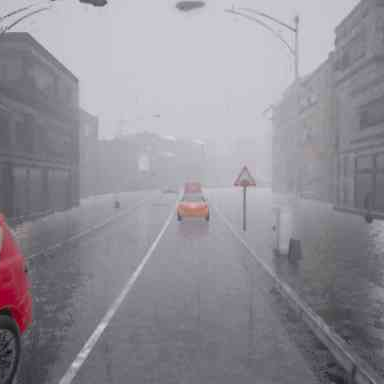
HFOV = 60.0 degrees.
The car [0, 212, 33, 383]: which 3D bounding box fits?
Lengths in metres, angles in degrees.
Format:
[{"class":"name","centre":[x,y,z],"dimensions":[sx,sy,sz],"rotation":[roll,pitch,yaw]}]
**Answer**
[{"class":"car","centre":[-3.101,1.218,2.007],"dimensions":[2.150,2.045,5.566],"rotation":[0,0,0]}]

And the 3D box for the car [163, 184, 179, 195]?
[{"class":"car","centre":[-2.867,-0.388,46.048],"dimensions":[1.994,1.385,4.181],"rotation":[0,4,3]}]

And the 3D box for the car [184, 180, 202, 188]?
[{"class":"car","centre":[0.117,-0.491,42.469],"dimensions":[2.150,2.045,5.566],"rotation":[0,4,1]}]

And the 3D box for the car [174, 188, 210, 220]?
[{"class":"car","centre":[0.097,0.863,23.292],"dimensions":[2.097,1.767,4.553],"rotation":[0,3,0]}]
